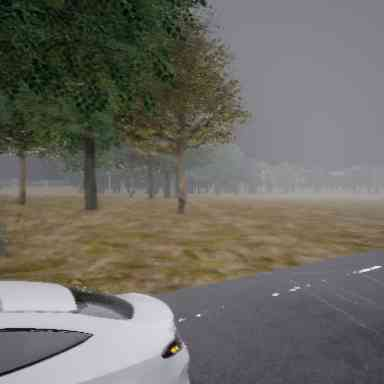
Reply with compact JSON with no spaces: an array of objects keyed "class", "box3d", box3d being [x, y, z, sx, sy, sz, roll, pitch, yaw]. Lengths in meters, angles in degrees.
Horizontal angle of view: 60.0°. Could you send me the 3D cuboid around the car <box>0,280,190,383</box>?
[{"class":"car","box3d":[-2.177,1.525,2.444,4.674,1.442,1.812,0,0,-36]}]
